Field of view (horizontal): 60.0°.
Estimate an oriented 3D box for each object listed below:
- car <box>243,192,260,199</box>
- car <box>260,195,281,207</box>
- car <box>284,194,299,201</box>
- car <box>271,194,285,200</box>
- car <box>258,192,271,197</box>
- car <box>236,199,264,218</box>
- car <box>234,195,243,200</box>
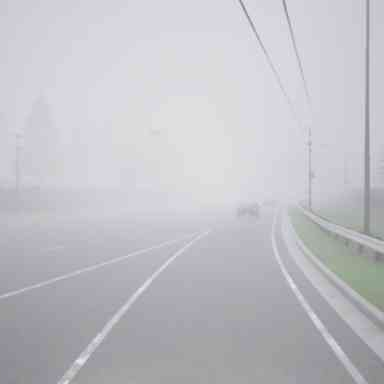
[{"bbox_3d":[16.419,1.116,90.749,2.150,2.045,5.566,0,0,22],"label":"car"},{"bbox_3d":[12.122,1.555,51.483,1.895,1.301,4.718,0,0,21],"label":"car"},{"bbox_3d":[26.149,1.464,86.808,2.128,1.511,4.902,0,0,22],"label":"car"},{"bbox_3d":[22.901,1.448,88.112,2.128,1.511,4.902,0,0,22],"label":"car"},{"bbox_3d":[19.809,1.432,89.804,1.812,1.442,4.674,0,0,22],"label":"car"},{"bbox_3d":[5.183,1.566,30.082,1.895,1.301,4.718,0,0,14],"label":"car"},{"bbox_3d":[13.158,1.415,92.027,2.033,1.411,5.357,0,0,22],"label":"car"}]
